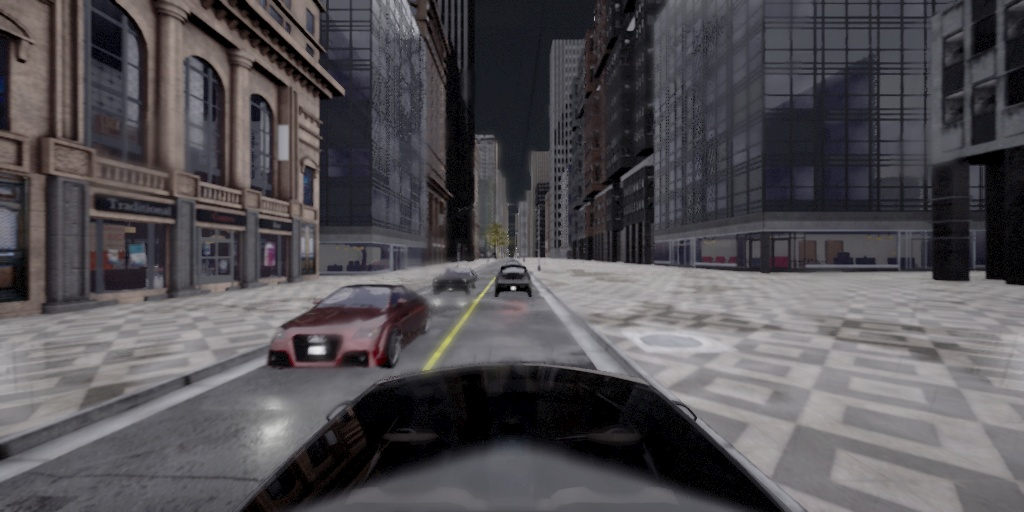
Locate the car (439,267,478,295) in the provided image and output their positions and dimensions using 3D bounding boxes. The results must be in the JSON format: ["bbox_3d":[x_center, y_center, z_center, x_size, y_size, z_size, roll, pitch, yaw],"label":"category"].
[{"bbox_3d":[-2.999,1.298,19.669,1.895,1.301,4.718,0,0,0],"label":"car"}]

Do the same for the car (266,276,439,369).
[{"bbox_3d":[-3.060,1.298,7.649,1.994,1.385,4.181,0,0,0],"label":"car"}]

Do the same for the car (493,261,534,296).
[{"bbox_3d":[0.074,1.207,18.922,1.837,1.490,4.892,0,1,0],"label":"car"}]
